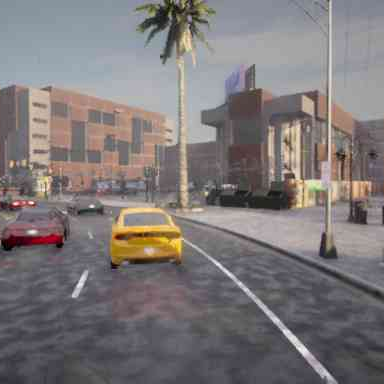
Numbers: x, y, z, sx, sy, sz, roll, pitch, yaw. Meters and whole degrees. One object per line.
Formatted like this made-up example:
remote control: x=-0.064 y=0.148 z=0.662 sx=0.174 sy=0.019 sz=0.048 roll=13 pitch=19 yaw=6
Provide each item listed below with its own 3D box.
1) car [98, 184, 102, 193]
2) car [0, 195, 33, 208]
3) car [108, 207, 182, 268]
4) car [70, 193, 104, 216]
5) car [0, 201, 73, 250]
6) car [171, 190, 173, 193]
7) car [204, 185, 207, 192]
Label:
car: x=-17.078 y=-0.156 z=58.630 sx=4.553 sy=1.767 sz=2.185 roll=1 pitch=2 yaw=37
car: x=-15.239 y=0.925 z=28.801 sx=1.895 sy=1.301 sz=4.718 roll=-1 pitch=2 yaw=-42
car: x=-1.582 y=1.219 z=10.477 sx=1.882 sy=1.535 sz=5.008 roll=0 pitch=1 yaw=-13
car: x=-8.205 y=0.956 z=25.292 sx=1.994 sy=1.385 sz=4.181 roll=-1 pitch=2 yaw=-33
car: x=-5.909 y=1.255 z=12.943 sx=1.994 sy=1.385 sz=4.181 roll=-1 pitch=1 yaw=-18
car: x=-6.433 y=-0.227 z=73.272 sx=4.718 sy=1.301 sz=1.895 roll=1 pitch=2 yaw=37
car: x=3.180 y=-0.024 z=57.810 sx=4.674 sy=1.452 sz=2.002 roll=1 pitch=2 yaw=37
